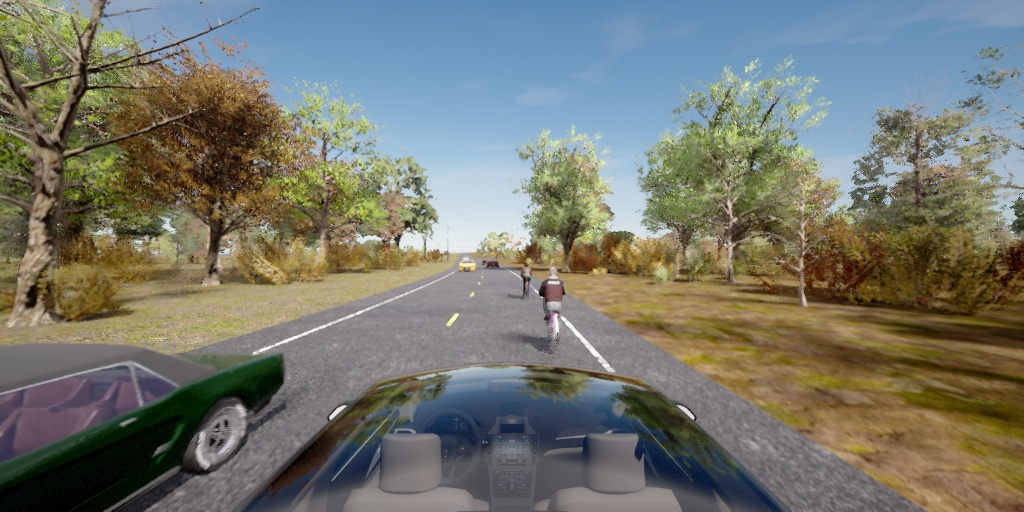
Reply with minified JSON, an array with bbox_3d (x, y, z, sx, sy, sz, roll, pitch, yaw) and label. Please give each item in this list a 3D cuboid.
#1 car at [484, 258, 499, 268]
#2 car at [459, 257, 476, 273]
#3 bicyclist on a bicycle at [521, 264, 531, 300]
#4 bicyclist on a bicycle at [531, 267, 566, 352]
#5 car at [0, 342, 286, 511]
[{"bbox_3d":[-3.283,1.154,59.930,1.882,1.535,5.008,0,0,-6],"label":"car"},{"bbox_3d":[-5.444,1.192,44.131,1.882,1.535,5.008,0,0,-5],"label":"car"},{"bbox_3d":[0.686,1.200,16.869,0.582,1.620,1.656,0,0,-2],"label":"bicyclist on a bicycle"},{"bbox_3d":[0.886,1.120,8.028,0.659,1.776,1.843,0,0,-1],"label":"bicyclist on a bicycle"},{"bbox_3d":[-3.619,1.351,2.031,1.895,1.301,4.718,0,0,0],"label":"car"}]
